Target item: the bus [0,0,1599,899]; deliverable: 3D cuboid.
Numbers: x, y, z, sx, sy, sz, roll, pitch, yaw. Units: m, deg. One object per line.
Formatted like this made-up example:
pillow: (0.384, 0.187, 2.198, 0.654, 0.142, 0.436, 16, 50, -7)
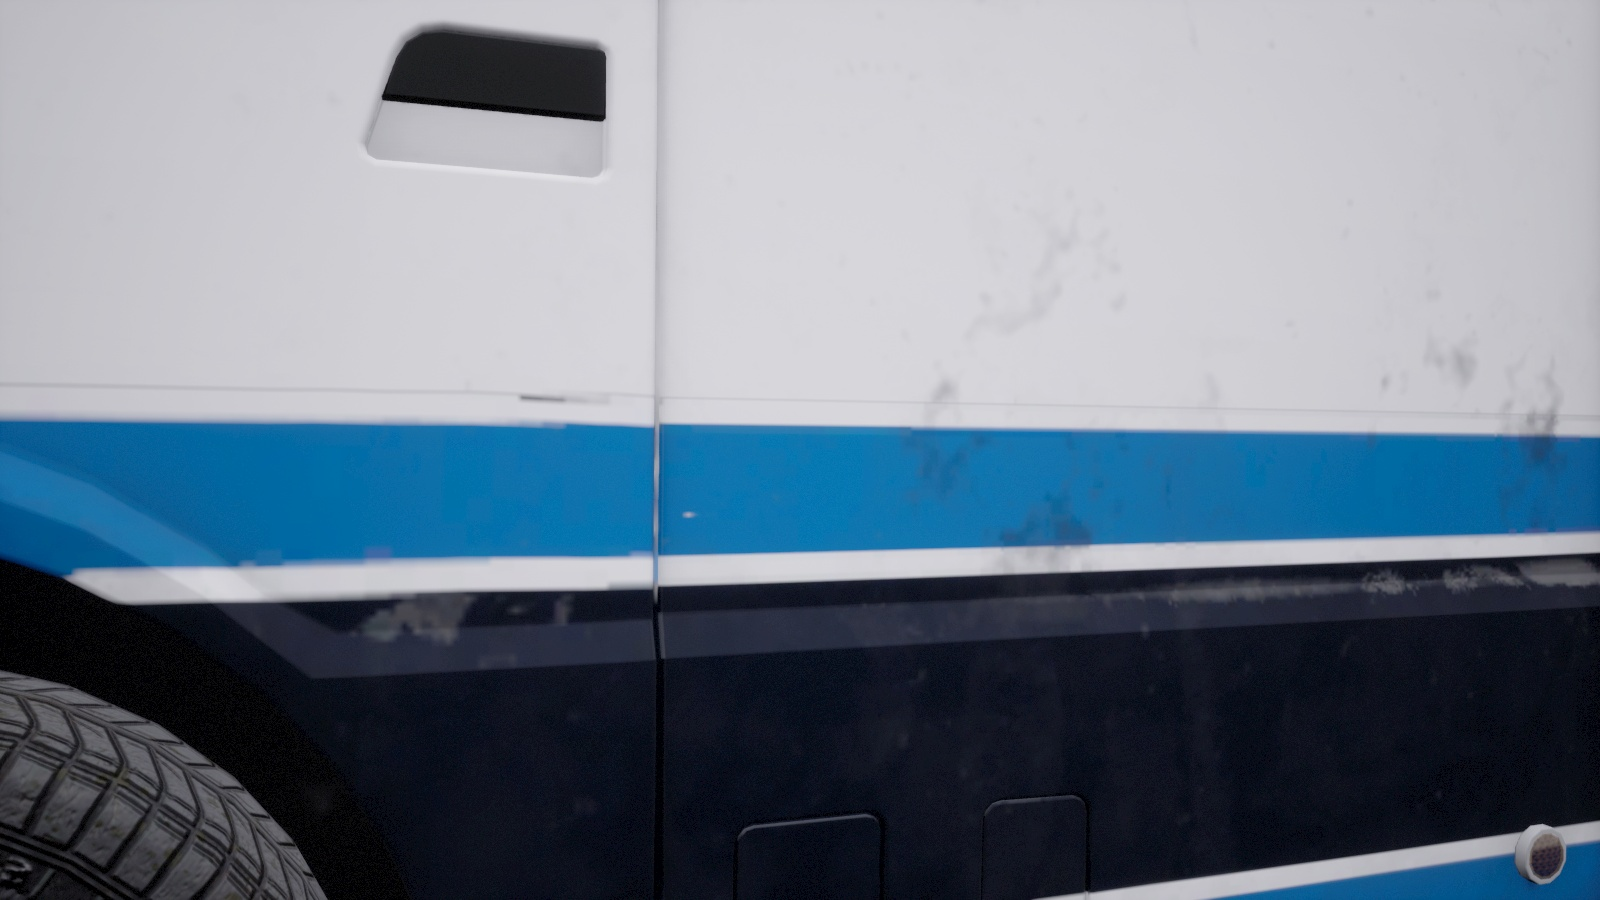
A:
bus: (1.219, -0.652, 3.684, 10.273, 4.253, 3.944, -1, 1, -21)
